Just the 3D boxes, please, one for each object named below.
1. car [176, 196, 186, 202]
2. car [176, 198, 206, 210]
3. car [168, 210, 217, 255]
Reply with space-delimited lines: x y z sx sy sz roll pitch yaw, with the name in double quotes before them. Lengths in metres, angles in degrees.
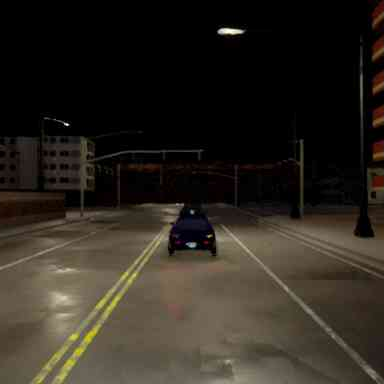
"car" -2.850 2.274 93.114 2.150 2.045 5.566 0 -1 11
"car" 0.091 1.672 28.398 2.097 1.767 4.553 0 -1 2
"car" 0.026 1.683 13.874 1.812 1.442 4.674 0 0 1
